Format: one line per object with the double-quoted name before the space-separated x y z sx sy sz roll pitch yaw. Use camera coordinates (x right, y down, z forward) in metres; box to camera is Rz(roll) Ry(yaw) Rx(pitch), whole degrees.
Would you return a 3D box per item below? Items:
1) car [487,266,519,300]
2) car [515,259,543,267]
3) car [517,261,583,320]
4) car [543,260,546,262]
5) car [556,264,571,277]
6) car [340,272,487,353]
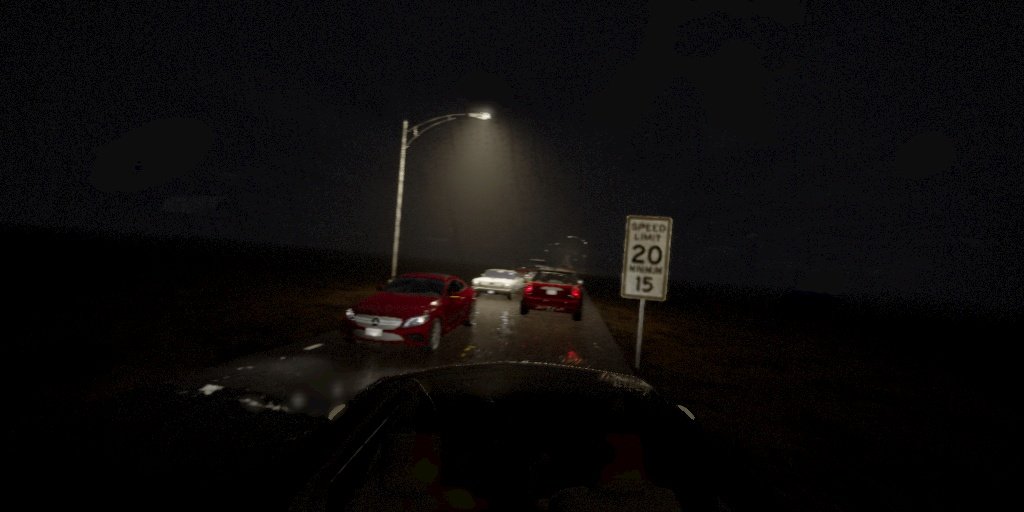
"car" -0.604 1.369 18.490 1.895 1.301 4.718 4 0 9
"car" 1.002 1.290 28.503 2.097 1.767 4.553 4 0 9
"car" 1.672 1.275 14.081 2.097 1.767 4.553 4 0 9
"car" 2.701 1.346 38.977 2.150 2.045 5.566 4 0 9
"car" 7.486 2.047 51.434 1.882 1.535 5.008 4 0 9
"car" -2.121 1.138 8.723 1.812 1.442 4.674 4 0 8
